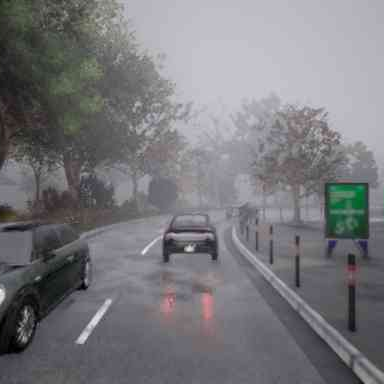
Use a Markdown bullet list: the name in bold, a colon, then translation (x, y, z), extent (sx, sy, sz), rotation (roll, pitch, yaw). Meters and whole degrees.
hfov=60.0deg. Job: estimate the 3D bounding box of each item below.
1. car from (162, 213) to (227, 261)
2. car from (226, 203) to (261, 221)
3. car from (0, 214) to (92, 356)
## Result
- **car**: translation (0.017, 1.541, 12.494), extent (2.128, 1.511, 4.902), rotation (0, 0, 2)
- **car**: translation (4.629, 1.672, 29.451), extent (2.128, 1.511, 4.902), rotation (-1, -1, 29)
- **car**: translation (-3.427, 1.381, 6.140), extent (2.097, 1.767, 4.553), rotation (0, 0, -1)
